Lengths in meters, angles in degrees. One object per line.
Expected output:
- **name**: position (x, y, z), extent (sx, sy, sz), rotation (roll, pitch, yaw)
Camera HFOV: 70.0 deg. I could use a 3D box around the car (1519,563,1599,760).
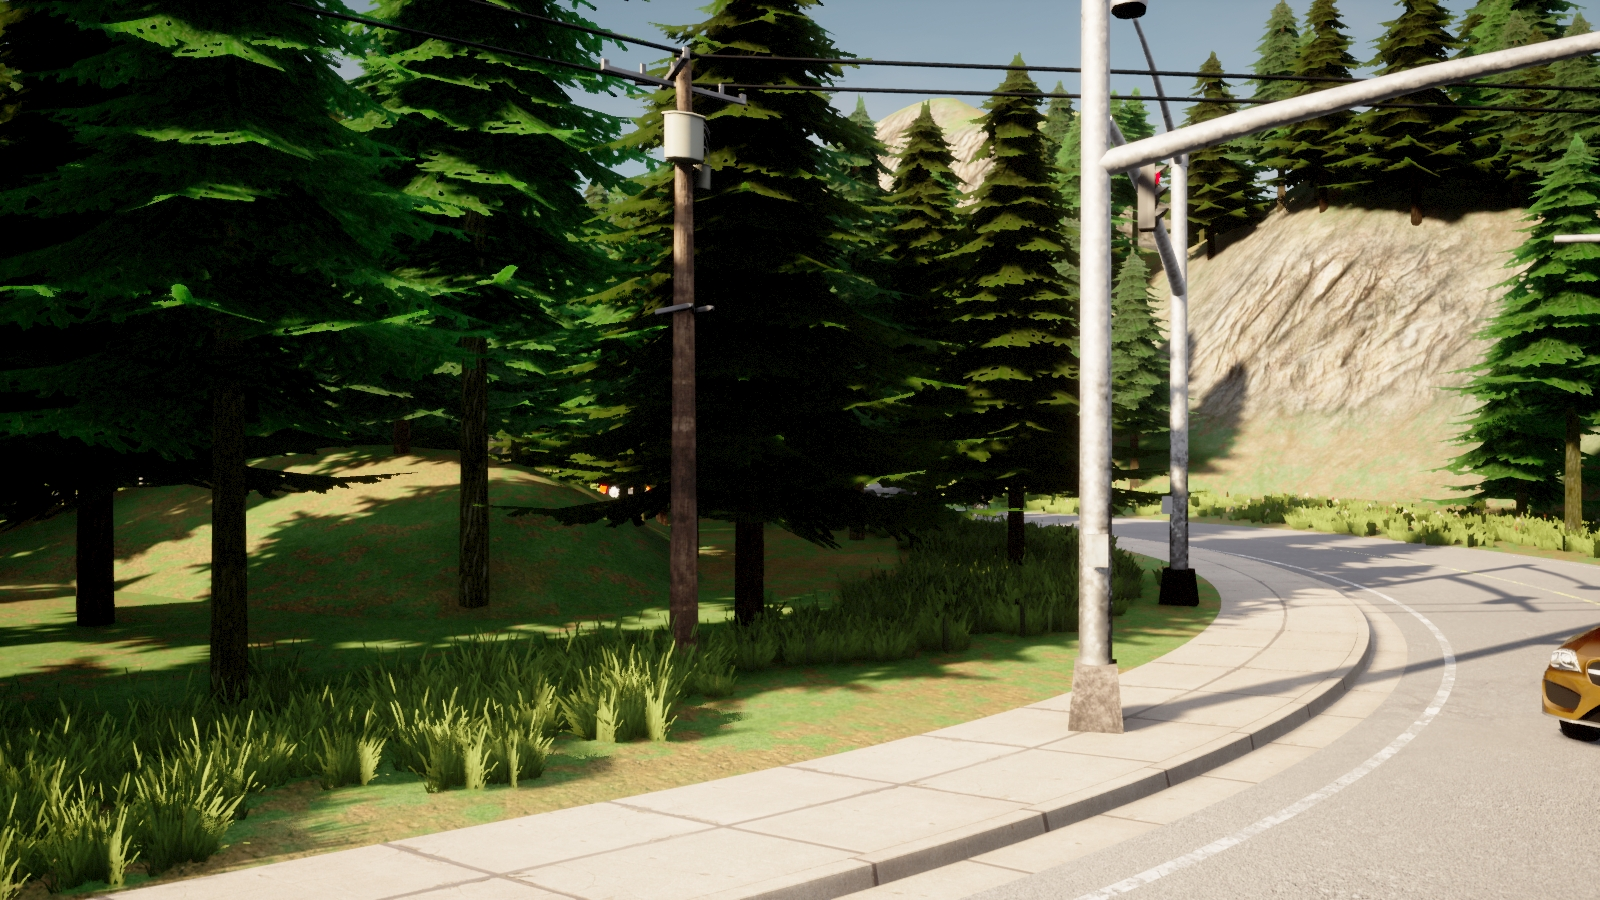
- **car**: position (9.577, 1.970, 11.147), extent (5.027, 1.651, 2.152), rotation (0, 0, -29)
